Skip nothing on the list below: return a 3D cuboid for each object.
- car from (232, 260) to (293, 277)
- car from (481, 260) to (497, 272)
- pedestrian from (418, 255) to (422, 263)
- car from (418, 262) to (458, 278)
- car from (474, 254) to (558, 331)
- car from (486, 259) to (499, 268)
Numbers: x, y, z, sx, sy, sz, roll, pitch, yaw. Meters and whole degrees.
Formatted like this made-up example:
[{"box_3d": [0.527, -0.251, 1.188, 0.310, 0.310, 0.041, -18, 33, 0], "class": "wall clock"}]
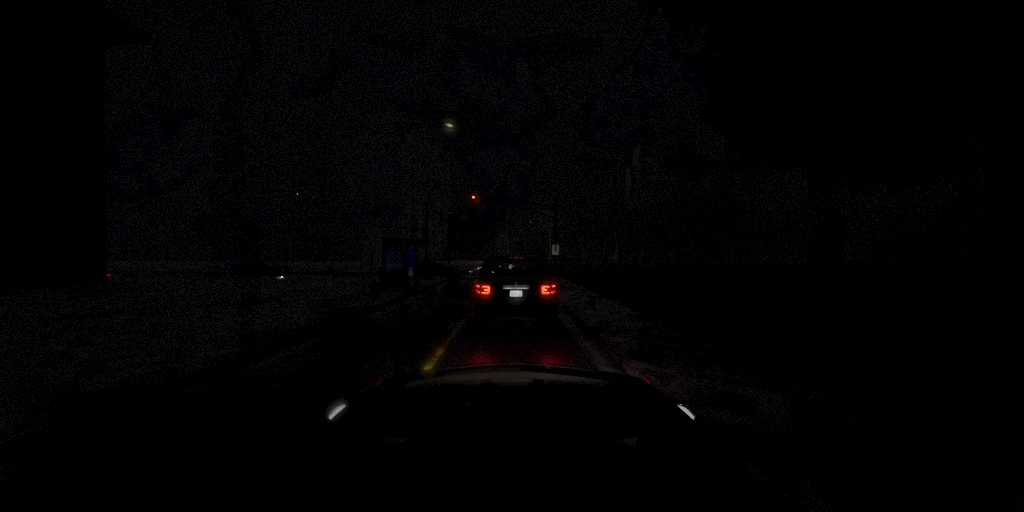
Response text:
[{"box_3d": [-22.881, 1.154, 32.959, 5.008, 1.535, 1.882, 0, 1, 1], "class": "car"}, {"box_3d": [-3.086, 1.249, 47.966, 2.033, 1.411, 5.357, 0, 0, -3], "class": "car"}, {"box_3d": [-10.058, 0.800, 38.859, 0.375, 1.860, 0.375, 0, 0, 1], "class": "pedestrian"}, {"box_3d": [-7.365, 1.245, 33.293, 4.674, 1.442, 1.812, 0, 1, -9], "class": "car"}, {"box_3d": [0.103, 0.968, 11.066, 2.150, 2.045, 5.566, 0, 0, 0], "class": "car"}, {"box_3d": [-3.049, 1.211, 58.033, 1.812, 1.442, 4.674, 0, 0, 0], "class": "car"}]
